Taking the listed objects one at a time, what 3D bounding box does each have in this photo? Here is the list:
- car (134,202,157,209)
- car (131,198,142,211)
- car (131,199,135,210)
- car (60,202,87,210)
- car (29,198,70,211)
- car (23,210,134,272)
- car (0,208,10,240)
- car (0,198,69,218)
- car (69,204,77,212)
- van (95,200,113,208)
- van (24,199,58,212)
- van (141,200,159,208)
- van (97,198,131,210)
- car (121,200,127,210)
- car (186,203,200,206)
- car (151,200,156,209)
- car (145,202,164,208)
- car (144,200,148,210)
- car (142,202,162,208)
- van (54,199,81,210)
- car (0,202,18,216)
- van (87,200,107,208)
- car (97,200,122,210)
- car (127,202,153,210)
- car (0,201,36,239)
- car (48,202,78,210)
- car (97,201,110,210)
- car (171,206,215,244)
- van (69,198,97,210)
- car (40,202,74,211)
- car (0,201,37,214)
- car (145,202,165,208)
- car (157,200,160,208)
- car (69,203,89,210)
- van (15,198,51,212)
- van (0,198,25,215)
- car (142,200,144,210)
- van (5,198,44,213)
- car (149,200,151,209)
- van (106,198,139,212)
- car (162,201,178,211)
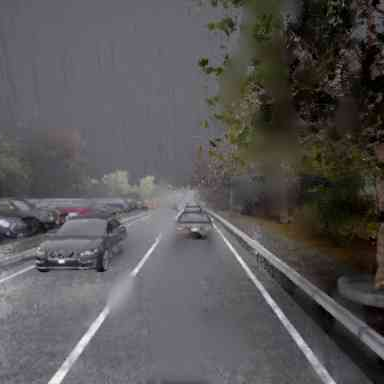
[{"bbox_3d":[-10.255,3.001,74.108,4.792,1.488,2.163,0,-2,0],"label":"car"},{"bbox_3d":[-10.333,1.822,46.369,5.566,2.045,2.435,0,-2,0],"label":"car"},{"bbox_3d":[-10.336,2.043,43.611,4.792,1.488,2.163,0,-1,0],"label":"car"},{"bbox_3d":[-23.373,2.742,65.776,4.674,1.452,2.002,0,-2,0],"label":"car"},{"bbox_3d":[-23.350,2.092,54.711,5.566,2.045,2.435,0,-2,0],"label":"car"},{"bbox_3d":[-3.347,1.546,10.956,1.837,1.490,4.892,0,0,0],"label":"car"},{"bbox_3d":[-10.336,1.527,13.075,5.008,1.535,2.097,0,-1,0],"label":"car"},{"bbox_3d":[-10.297,1.356,18.627,5.566,2.045,2.435,0,-1,0],"label":"car"},{"bbox_3d":[-10.353,1.682,21.399,4.792,1.488,2.163,0,-1,0],"label":"car"},{"bbox_3d":[-23.245,3.201,88.075,4.442,1.987,1.878,0,-2,0],"label":"van"},{"bbox_3d":[-23.497,2.028,51.941,4.442,1.987,1.878,0,-2,0],"label":"van"},{"bbox_3d":[-10.395,3.015,82.440,4.442,1.987,1.878,0,-2,0],"label":"van"},{"bbox_3d":[-10.192,1.743,40.833,4.442,1.987,1.878,0,-1,0],"label":"van"},{"bbox_3d":[-10.313,1.963,38.053,4.674,1.452,2.002,0,-1,0],"label":"car"},{"bbox_3d":[0.108,1.926,36.720,2.128,1.511,4.902,0,-1,0],"label":"car"},{"bbox_3d":[-10.107,2.609,63.010,5.366,1.575,1.946,0,-2,0],"label":"car"},{"bbox_3d":[-10.266,3.520,90.757,4.892,1.521,2.231,0,-2,0],"label":"car"},{"bbox_3d":[-10.293,2.343,54.685,5.008,1.535,2.097,0,-2,0],"label":"car"},{"bbox_3d":[-10.305,3.361,85.207,4.792,1.488,2.163,0,-2,0],"label":"car"},{"bbox_3d":[-23.489,2.387,63.016,4.442,1.987,1.878,0,-2,0],"label":"van"},{"bbox_3d":[-23.206,1.923,38.233,5.366,1.575,1.946,0,-1,0],"label":"car"},{"bbox_3d":[-23.474,3.018,82.523,4.442,1.987,1.878,0,-2,0],"label":"van"},{"bbox_3d":[-10.283,1.908,35.276,4.792,1.488,2.163,0,-1,0],"label":"car"},{"bbox_3d":[-10.284,2.703,65.784,4.892,1.521,2.231,0,-2,0],"label":"car"},{"bbox_3d":[-10.358,1.439,15.854,4.553,1.767,2.185,0,-1,0],"label":"car"},{"bbox_3d":[-23.372,2.567,60.364,4.674,1.452,2.002,0,-2,0],"label":"car"},{"bbox_3d":[-10.322,1.788,29.726,5.008,1.535,2.097,0,-1,0],"label":"car"},{"bbox_3d":[0.104,1.647,16.415,2.033,1.411,5.357,0,-1,0],"label":"car"},{"bbox_3d":[-10.436,1.517,26.954,4.442,1.987,1.878,0,-1,0],"label":"van"},{"bbox_3d":[-23.371,2.437,57.596,5.008,1.535,2.097,0,-2,0],"label":"car"},{"bbox_3d":[-23.391,2.016,43.771,5.008,1.535,2.097,0,-1,0],"label":"car"},{"bbox_3d":[-10.455,3.618,93.523,5.366,1.575,1.946,0,-2,0],"label":"car"},{"bbox_3d":[-10.101,2.879,71.334,5.366,1.575,1.946,0,-2,0],"label":"car"},{"bbox_3d":[-10.323,1.737,24.174,4.674,1.452,2.002,0,-1,0],"label":"car"},{"bbox_3d":[-23.499,1.943,49.297,4.442,1.987,1.878,0,-2,0],"label":"van"},{"bbox_3d":[-23.271,1.746,41.005,4.442,1.987,1.878,0,-1,0],"label":"van"},{"bbox_3d":[-10.303,2.293,51.909,4.674,1.452,2.002,0,-2,0],"label":"car"},{"bbox_3d":[-23.268,1.849,46.395,4.442,1.987,1.878,0,-1,0],"label":"van"},{"bbox_3d":[-10.263,2.397,60.239,4.553,1.767,2.185,0,-2,0],"label":"car"},{"bbox_3d":[-10.186,1.938,49.143,4.442,1.987,1.878,0,-2,0],"label":"van"},{"bbox_3d":[-3.315,2.328,53.157,1.837,1.490,4.892,0,-1,0],"label":"car"}]
